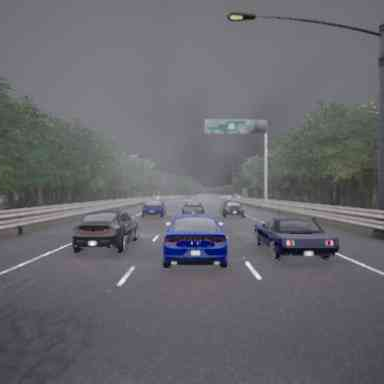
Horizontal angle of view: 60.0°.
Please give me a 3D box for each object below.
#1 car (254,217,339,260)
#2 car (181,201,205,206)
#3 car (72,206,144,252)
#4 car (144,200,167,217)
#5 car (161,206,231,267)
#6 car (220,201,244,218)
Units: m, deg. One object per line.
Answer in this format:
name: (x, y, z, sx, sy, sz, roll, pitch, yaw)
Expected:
car: (3.595, 1.598, 12.436, 1.895, 1.301, 4.718, 0, 0, 0)
car: (0.091, 1.493, 29.240, 2.128, 1.511, 4.902, 0, 0, 0)
car: (-3.405, 1.502, 13.795, 1.837, 1.490, 4.892, 0, 0, 0)
car: (-3.409, 1.480, 30.817, 1.882, 1.535, 5.008, 0, 0, 0)
car: (0.094, 1.475, 11.369, 1.882, 1.535, 5.008, 0, 0, 0)
car: (3.591, 1.528, 30.239, 1.812, 1.442, 4.674, 0, 0, 0)
